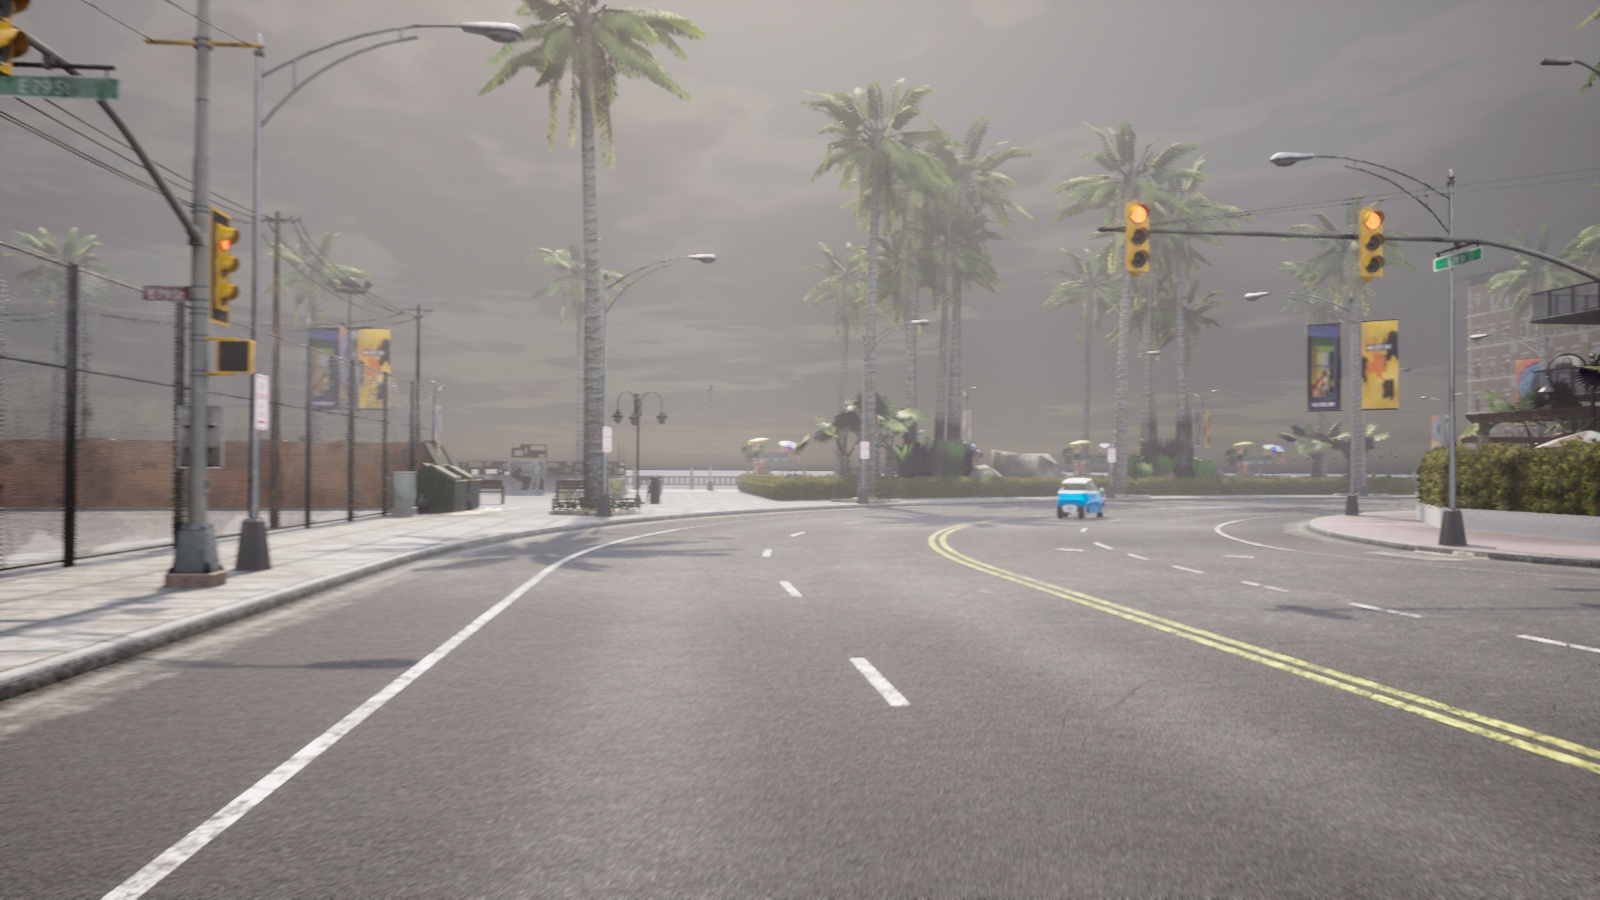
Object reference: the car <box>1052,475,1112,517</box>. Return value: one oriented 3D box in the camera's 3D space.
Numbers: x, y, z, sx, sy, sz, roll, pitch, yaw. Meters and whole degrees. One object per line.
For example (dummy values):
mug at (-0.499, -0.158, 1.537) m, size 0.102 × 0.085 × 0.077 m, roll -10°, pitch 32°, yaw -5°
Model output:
car at (9.724, 1.564, 43.264) m, size 1.481 × 1.376 × 2.207 m, roll -1°, pitch -1°, yaw 28°
